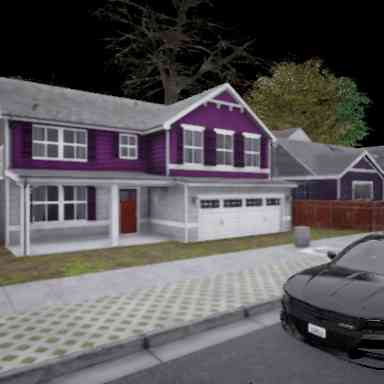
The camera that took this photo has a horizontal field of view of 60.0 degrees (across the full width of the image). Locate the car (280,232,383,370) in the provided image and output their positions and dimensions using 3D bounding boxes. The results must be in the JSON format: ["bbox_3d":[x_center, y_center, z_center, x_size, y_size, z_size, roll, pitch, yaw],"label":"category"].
[{"bbox_3d":[3.608,1.457,5.620,5.008,1.535,1.882,0,0,-35],"label":"car"}]
